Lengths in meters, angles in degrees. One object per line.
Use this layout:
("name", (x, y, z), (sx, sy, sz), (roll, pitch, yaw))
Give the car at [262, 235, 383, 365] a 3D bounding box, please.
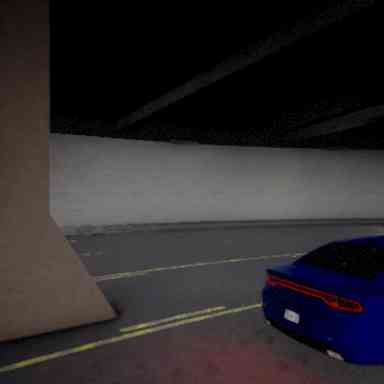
("car", (3.486, 1.474, 5.530), (5.008, 1.535, 1.882), (0, 0, -28))
